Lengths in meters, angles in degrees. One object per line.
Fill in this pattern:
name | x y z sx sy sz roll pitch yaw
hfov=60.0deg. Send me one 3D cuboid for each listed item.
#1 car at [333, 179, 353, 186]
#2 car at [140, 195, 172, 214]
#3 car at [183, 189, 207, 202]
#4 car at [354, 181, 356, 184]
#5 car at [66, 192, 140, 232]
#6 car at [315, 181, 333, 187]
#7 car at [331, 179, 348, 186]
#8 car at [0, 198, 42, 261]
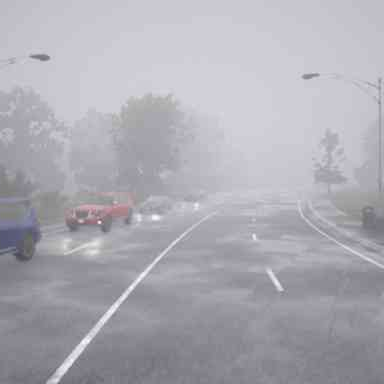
car | 34.724 -1.996 77.044 4.718 1.301 1.895 -4 3 -45
car | -3.108 1.021 29.525 1.812 1.442 4.674 0 3 14
car | 0.471 0.424 41.214 1.837 1.490 4.892 0 2 20
car | 42.143 -2.560 84.153 4.718 1.301 1.895 -4 2 -40
car | -5.213 1.064 19.719 2.150 2.045 5.566 0 1 10
car | 30.265 -1.900 77.371 2.128 1.511 4.902 0 3 43
car | 37.498 -2.464 84.687 4.902 1.511 2.128 -4 2 -42
car | -6.518 1.225 9.477 2.150 2.045 5.566 0 0 5
